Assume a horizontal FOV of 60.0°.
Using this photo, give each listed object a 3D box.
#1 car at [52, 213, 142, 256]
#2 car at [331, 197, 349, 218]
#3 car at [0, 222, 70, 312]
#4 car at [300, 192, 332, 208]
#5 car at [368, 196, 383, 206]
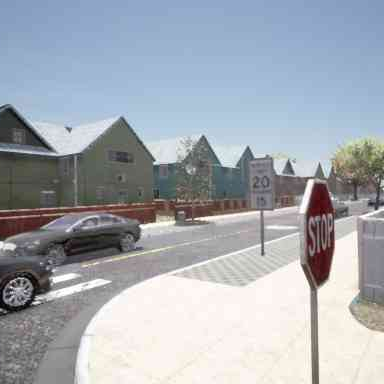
[{"bbox_3d":[-3.917,1.508,11.632,2.128,1.511,4.902,-2,-1,37],"label":"car"},{"bbox_3d":[11.343,1.334,27.072,1.994,1.385,4.181,-2,-1,37],"label":"car"},{"bbox_3d":[-4.809,1.514,5.505,1.837,1.490,4.892,-1,0,37],"label":"car"},{"bbox_3d":[12.877,1.023,34.025,2.150,2.045,5.566,-2,-1,37],"label":"car"},{"bbox_3d":[26.182,1.198,46.865,1.994,1.385,4.181,-2,-1,37],"label":"car"}]
